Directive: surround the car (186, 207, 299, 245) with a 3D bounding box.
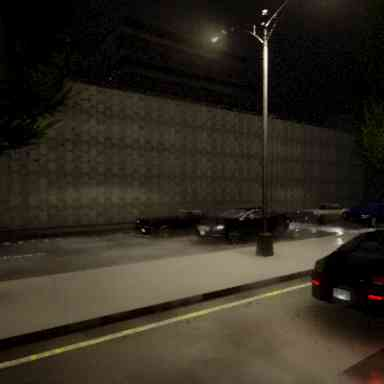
[{"bbox_3d":[2.448,1.469,15.543,4.902,1.511,2.128,0,0,-35],"label":"car"}]

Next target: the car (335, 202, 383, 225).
[{"bbox_3d":[12.024,1.433,22.269,5.008,1.535,1.882,0,0,-35],"label":"car"}]

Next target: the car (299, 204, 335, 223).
[{"bbox_3d":[9.968,1.553,25.102,4.718,1.301,1.895,0,0,-35],"label":"car"}]

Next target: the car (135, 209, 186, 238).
[{"bbox_3d":[-0.588,1.581,17.685,4.718,1.301,1.895,0,0,-35],"label":"car"}]

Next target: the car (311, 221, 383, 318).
[{"bbox_3d":[4.351,1.510,6.845,4.674,1.442,1.812,0,0,-36],"label":"car"}]
